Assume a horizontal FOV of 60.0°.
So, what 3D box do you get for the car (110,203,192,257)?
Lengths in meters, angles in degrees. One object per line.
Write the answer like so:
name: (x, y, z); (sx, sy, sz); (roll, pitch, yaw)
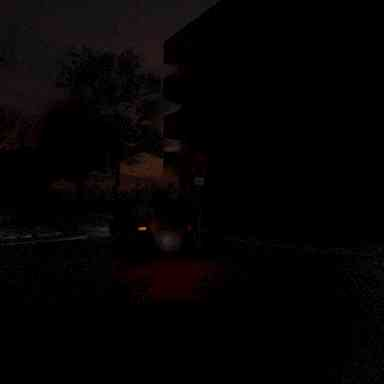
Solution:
car: (-1.576, 1.129, 11.644); (1.882, 1.535, 5.008); (1, 1, -21)
